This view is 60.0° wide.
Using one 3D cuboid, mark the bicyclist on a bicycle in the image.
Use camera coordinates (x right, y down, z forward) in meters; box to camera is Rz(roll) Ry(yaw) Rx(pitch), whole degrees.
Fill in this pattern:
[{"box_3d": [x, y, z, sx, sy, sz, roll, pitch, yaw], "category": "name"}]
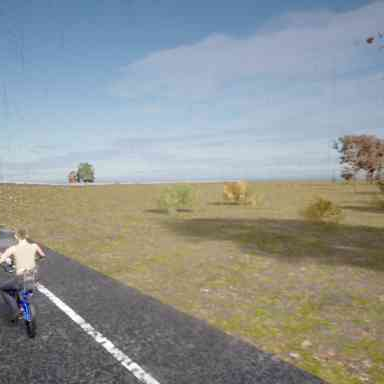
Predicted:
[{"box_3d": [-2.702, 1.341, 5.278, 0.866, 1.612, 1.509, -3, 2, -39], "category": "bicyclist on a bicycle"}]
